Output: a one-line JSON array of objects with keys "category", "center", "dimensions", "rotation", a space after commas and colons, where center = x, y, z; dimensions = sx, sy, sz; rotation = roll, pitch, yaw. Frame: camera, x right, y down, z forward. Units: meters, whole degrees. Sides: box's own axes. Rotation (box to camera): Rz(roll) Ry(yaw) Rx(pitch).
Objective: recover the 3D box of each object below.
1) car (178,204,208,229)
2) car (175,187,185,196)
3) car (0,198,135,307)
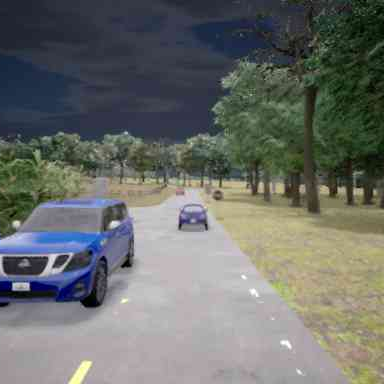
[{"category": "car", "center": [0.080, 1.487, 21.373], "dimensions": [1.812, 1.442, 4.674], "rotation": [0, 0, 0]}, {"category": "car", "center": [-2.754, -0.137, 77.597], "dimensions": [2.150, 2.045, 5.566], "rotation": [0, 2, 0]}, {"category": "car", "center": [-2.837, 1.206, 8.292], "dimensions": [2.150, 2.045, 5.566], "rotation": [0, 0, 0]}]
